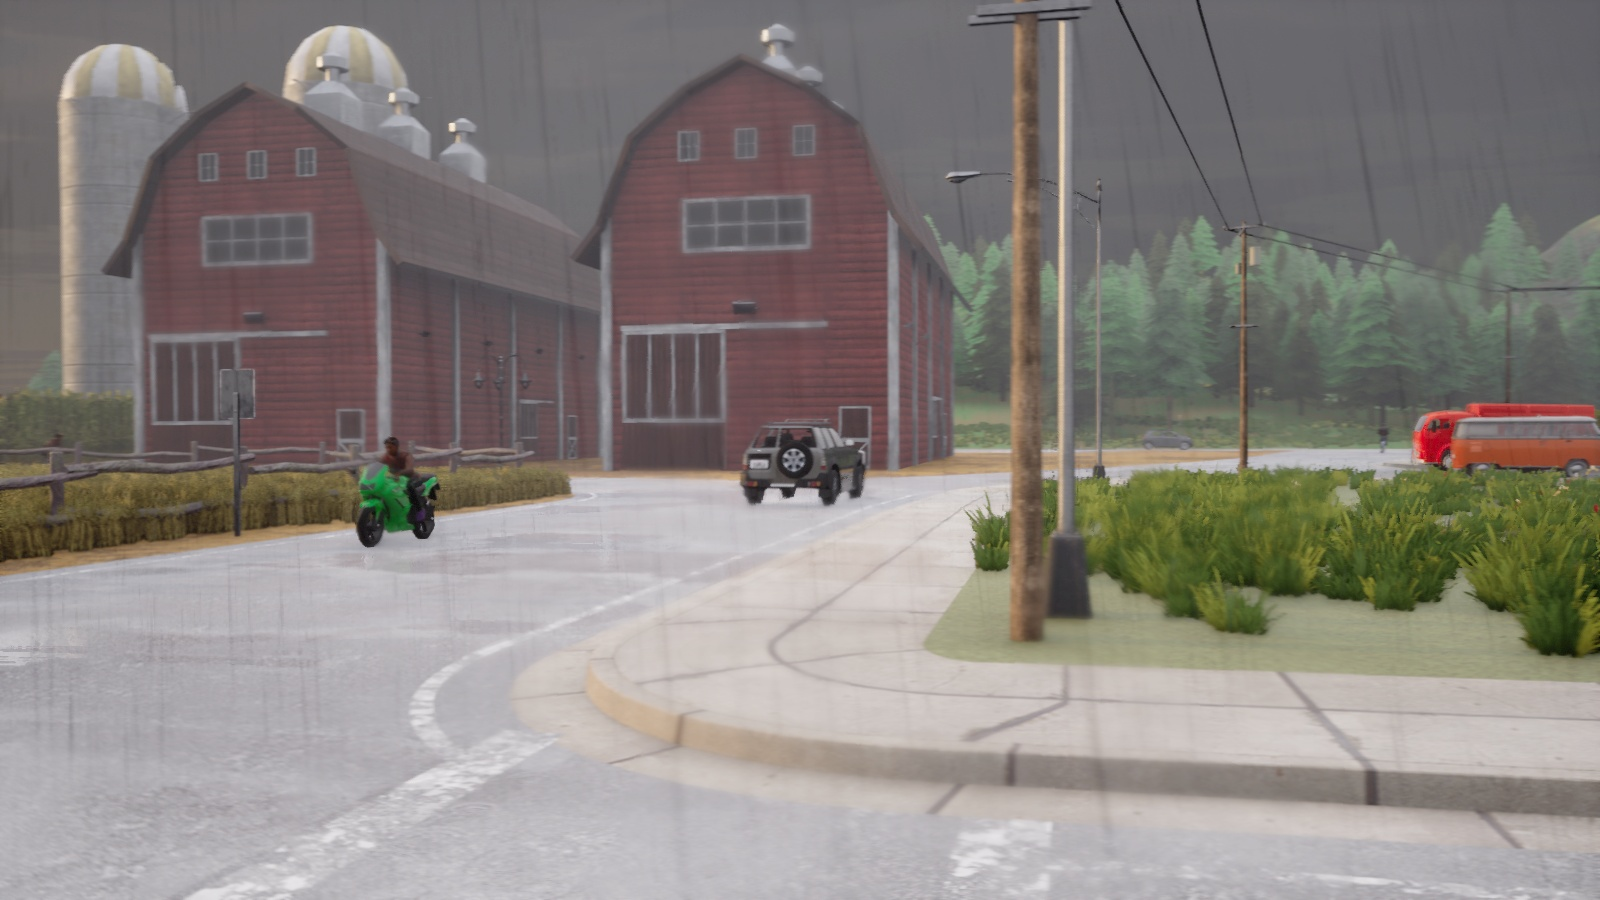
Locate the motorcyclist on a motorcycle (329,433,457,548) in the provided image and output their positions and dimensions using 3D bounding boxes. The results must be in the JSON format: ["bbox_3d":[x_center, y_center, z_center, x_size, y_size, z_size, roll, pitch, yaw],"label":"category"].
[{"bbox_3d":[-5.718,0.528,17.792,0.797,1.523,2.044,0,1,13],"label":"motorcyclist on a motorcycle"}]

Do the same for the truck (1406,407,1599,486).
[{"bbox_3d":[23.730,-0.174,42.678,5.204,2.467,2.627,2,2,17],"label":"truck"}]

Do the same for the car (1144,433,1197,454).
[{"bbox_3d":[27.196,-0.520,92.324,3.633,1.501,1.845,0,1,13],"label":"car"}]

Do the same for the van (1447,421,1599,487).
[{"bbox_3d":[22.910,0.106,39.451,4.442,1.987,1.775,1,1,23],"label":"van"}]

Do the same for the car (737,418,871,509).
[{"bbox_3d":[0.197,0.239,28.040,1.932,1.855,4.605,0,1,14],"label":"car"}]
